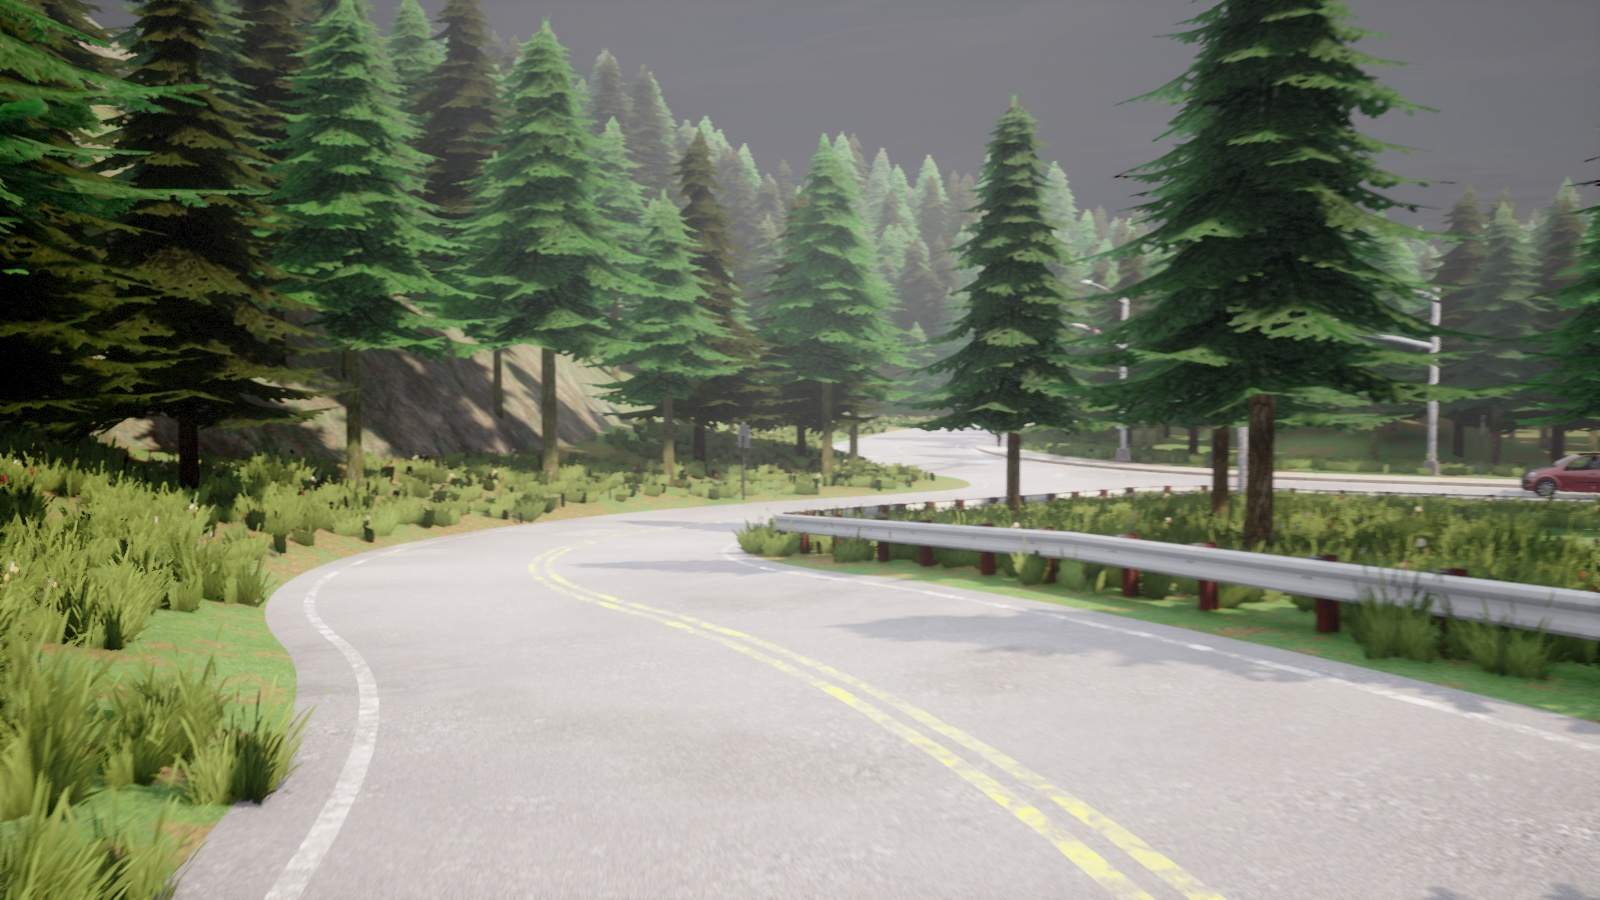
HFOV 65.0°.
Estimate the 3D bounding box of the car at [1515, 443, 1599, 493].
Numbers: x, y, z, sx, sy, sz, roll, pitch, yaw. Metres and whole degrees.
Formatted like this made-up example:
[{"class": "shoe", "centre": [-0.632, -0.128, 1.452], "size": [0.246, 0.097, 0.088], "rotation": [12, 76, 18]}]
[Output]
[{"class": "car", "centre": [28.540, 0.644, 45.893], "size": [3.988, 1.617, 1.851], "rotation": [1, 4, 23]}]
